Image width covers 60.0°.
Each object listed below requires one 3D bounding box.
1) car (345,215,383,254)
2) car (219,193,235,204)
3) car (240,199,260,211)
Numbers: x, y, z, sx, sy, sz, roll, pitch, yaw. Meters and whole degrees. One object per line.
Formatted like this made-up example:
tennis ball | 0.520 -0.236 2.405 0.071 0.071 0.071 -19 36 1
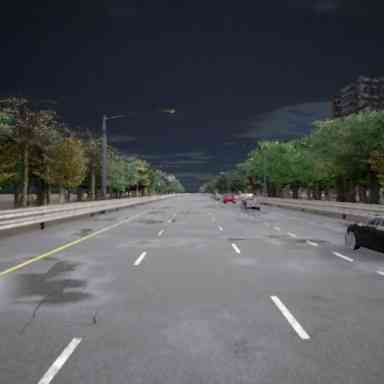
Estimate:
car | 7.006 1.496 11.316 2.128 1.511 4.902 0 0 0
car | 7.195 1.288 65.856 2.150 2.045 5.566 0 0 0
car | 7.076 1.583 40.889 2.033 1.411 5.357 0 0 0
